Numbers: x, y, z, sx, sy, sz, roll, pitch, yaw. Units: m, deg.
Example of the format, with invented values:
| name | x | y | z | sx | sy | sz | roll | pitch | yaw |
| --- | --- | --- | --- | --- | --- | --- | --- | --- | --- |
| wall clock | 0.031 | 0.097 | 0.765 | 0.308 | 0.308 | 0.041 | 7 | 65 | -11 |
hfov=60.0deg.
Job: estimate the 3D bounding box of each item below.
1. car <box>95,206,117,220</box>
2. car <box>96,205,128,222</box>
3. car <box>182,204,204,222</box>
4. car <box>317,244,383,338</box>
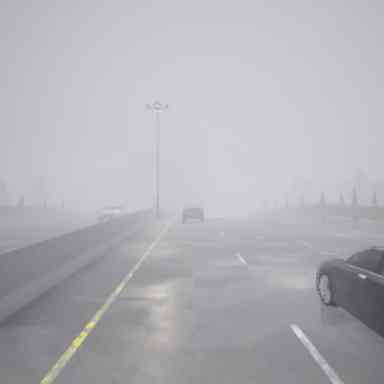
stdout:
| name | x | y | z | sx | sy | sz | roll | pitch | yaw |
| --- | --- | --- | --- | --- | --- | --- | --- | --- | --- |
| car | -14.068 | 3.461 | 54.779 | 2.150 | 2.045 | 5.566 | 0 | -7 | 1 |
| car | -7.104 | 1.897 | 30.581 | 1.812 | 1.442 | 4.674 | 0 | -2 | 0 |
| car | 0.091 | 1.835 | 29.678 | 2.128 | 1.511 | 4.902 | 0 | -2 | 0 |
| car | 3.596 | 1.558 | 5.277 | 1.837 | 1.490 | 4.892 | 0 | -1 | 0 |
